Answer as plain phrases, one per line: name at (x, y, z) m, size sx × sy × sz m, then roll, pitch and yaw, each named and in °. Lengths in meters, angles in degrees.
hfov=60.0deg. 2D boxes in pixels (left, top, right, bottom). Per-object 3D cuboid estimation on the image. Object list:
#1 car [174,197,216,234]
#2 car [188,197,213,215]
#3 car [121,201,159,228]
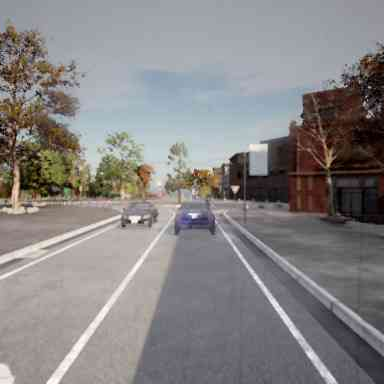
car at (0.148, 1.220, 18.537) m, size 2.097 × 1.767 × 4.553 m, roll 0°, pitch 0°, yaw 0°
car at (0.909, 1.271, 32.328) m, size 1.837 × 1.490 × 4.892 m, roll 0°, pitch 1°, yaw 8°
car at (-3.195, 1.355, 21.019) m, size 2.128 × 1.511 × 4.902 m, roll 0°, pitch 0°, yaw 0°
